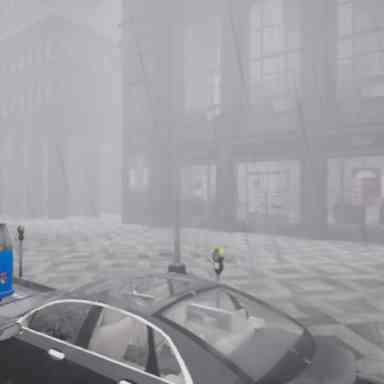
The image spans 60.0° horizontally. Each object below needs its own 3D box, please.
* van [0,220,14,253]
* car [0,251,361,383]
[{"bbox_3d":[-5.239,1.340,6.700,3.998,1.788,1.690,0,0,36],"label":"van"},{"bbox_3d":[-0.666,1.550,3.437,4.403,1.369,2.008,0,0,36],"label":"car"}]
